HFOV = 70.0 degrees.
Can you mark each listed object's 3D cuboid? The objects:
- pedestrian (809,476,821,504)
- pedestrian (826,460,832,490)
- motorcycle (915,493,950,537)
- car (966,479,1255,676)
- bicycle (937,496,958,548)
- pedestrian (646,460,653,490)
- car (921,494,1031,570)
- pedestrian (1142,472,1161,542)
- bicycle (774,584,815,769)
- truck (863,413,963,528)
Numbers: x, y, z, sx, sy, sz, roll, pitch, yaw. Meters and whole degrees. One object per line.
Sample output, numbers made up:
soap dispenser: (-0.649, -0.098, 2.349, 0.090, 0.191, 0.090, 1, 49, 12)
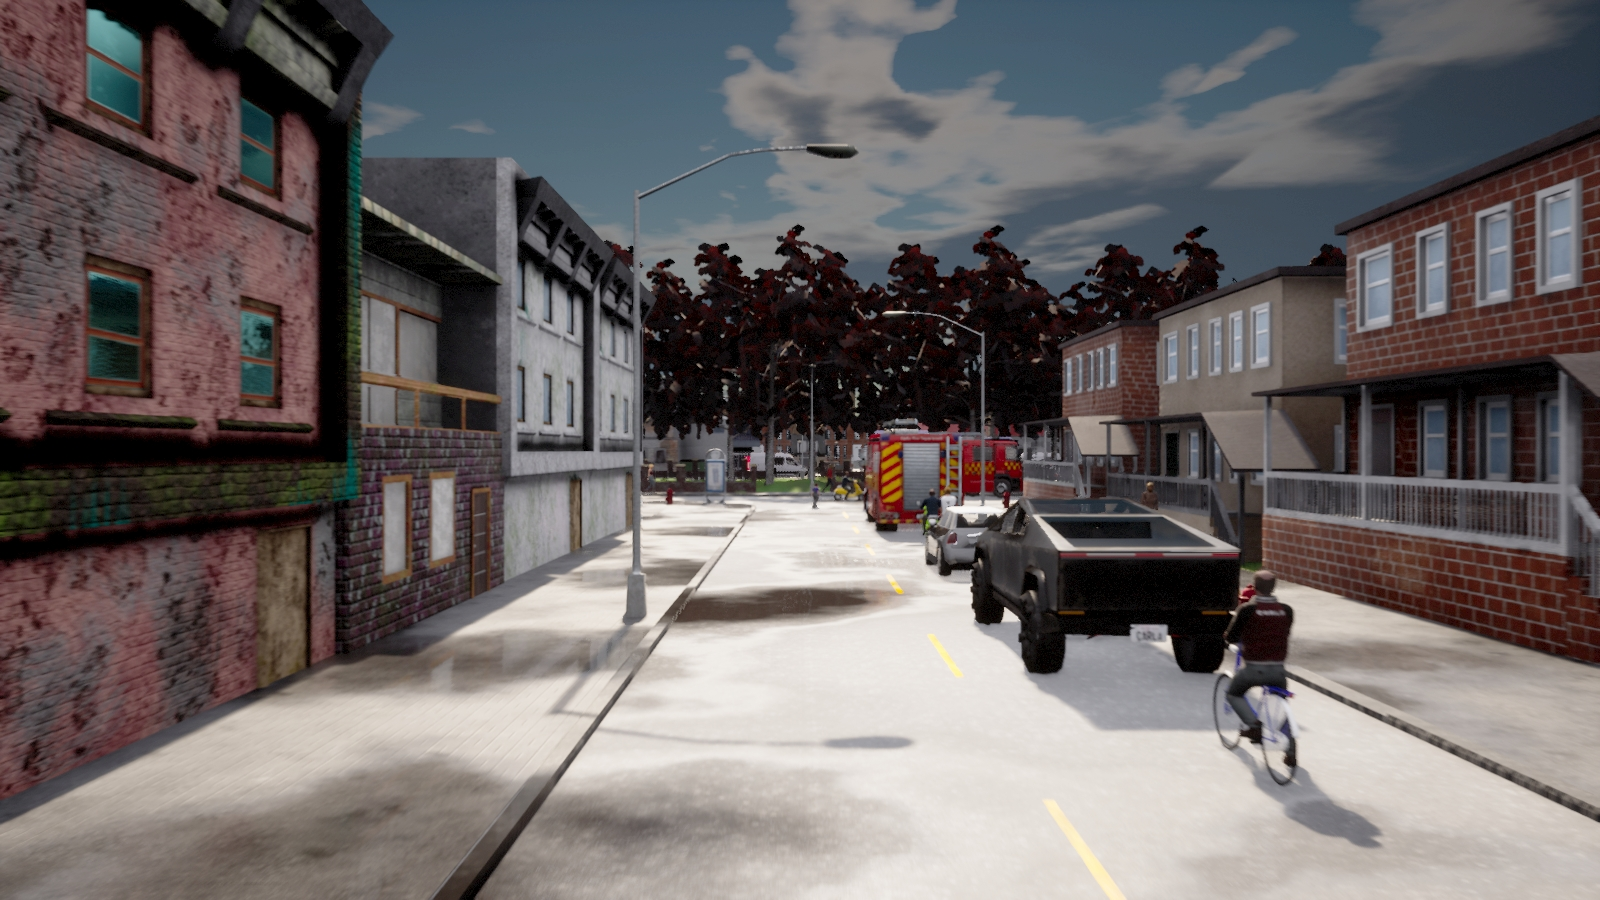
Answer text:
pedestrian: (0.715, 1.908, 54.571, 0.375, 1.300, 0.375, 0, 0, 44)
pedestrian: (1.809, 1.523, 70.655, 0.375, 1.860, 0.375, 0, 0, 6)
motorcycle: (3.999, 1.962, 34.702, 0.856, 1.236, 1.805, 0, 0, 0)
car: (3.999, 1.533, 16.189, 2.390, 2.098, 6.274, 0, 0, 0)
bicycle: (3.998, 1.936, 31.049, 0.373, 1.296, 1.643, 0, 0, 0)
pedestrian: (-9.354, 1.524, 71.041, 0.375, 1.860, 0.375, 0, 0, 1)
car: (3.999, 1.844, 26.584, 1.970, 1.475, 3.806, 0, 0, 0)
pedestrian: (9.436, 1.524, 30.698, 0.375, 1.860, 0.375, 0, 0, -3)
bicycle: (-0.048, 1.940, 10.143, 0.329, 1.271, 1.835, 0, 0, 0)
truck: (3.991, 0.671, 42.247, 2.891, 3.827, 8.468, 0, 0, 0)
